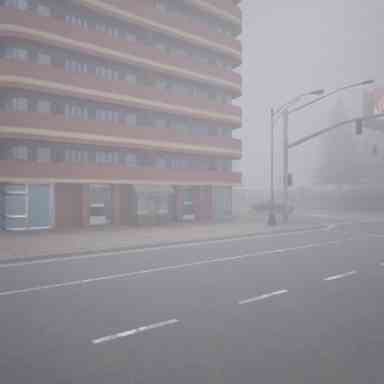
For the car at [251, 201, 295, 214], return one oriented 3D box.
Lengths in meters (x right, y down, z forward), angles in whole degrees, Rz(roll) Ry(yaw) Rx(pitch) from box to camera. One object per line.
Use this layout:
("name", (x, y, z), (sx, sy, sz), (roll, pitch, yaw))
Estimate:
("car", (8.782, 1.601, 36.221), (1.895, 1.301, 4.718), (0, 0, -36))
